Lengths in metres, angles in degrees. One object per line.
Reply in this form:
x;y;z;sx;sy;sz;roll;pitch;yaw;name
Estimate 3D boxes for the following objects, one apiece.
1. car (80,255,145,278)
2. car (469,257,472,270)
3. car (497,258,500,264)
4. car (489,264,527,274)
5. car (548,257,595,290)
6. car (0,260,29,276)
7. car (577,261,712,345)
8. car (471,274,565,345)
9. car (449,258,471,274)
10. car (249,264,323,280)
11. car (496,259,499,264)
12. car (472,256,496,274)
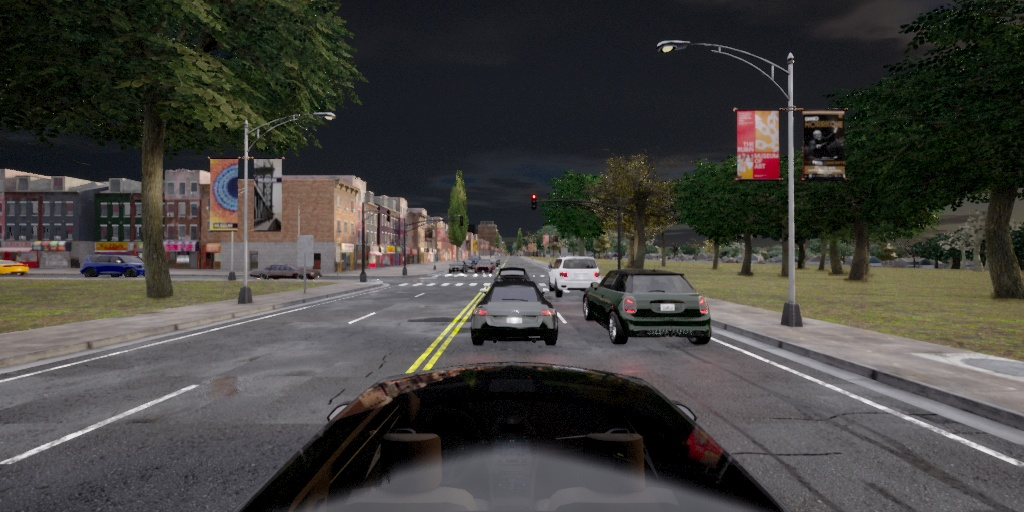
-33.616;0.933;30.956;5.566;2.045;2.150;0;0;0;car
-6.686;1.313;54.157;1.837;1.490;4.892;0;1;0;car
-3.423;1.200;63.941;1.882;1.535;5.008;0;1;0;car
0.014;1.331;18.451;1.837;1.490;4.892;0;0;0;car
3.264;1.054;19.449;2.150;2.045;5.566;0;0;0;car
-48.963;1.118;33.837;5.008;1.535;1.882;0;0;0;car
3.313;1.121;9.736;2.097;1.767;4.553;0;0;0;car
0.061;1.332;9.539;1.994;1.385;4.181;0;0;0;car
-6.674;1.371;44.761;1.837;1.490;4.892;0;0;0;car
-19.426;1.382;30.929;5.357;1.411;2.033;1;0;-3;car
-3.436;1.414;53.499;1.895;1.301;4.718;0;0;0;car
-3.424;1.219;44.507;2.097;1.767;4.553;0;0;0;car
